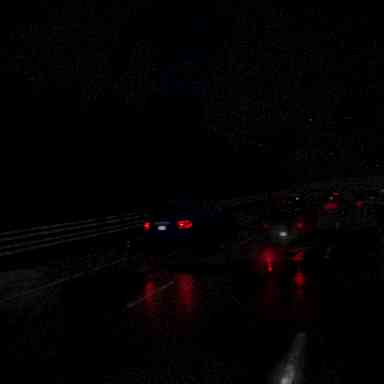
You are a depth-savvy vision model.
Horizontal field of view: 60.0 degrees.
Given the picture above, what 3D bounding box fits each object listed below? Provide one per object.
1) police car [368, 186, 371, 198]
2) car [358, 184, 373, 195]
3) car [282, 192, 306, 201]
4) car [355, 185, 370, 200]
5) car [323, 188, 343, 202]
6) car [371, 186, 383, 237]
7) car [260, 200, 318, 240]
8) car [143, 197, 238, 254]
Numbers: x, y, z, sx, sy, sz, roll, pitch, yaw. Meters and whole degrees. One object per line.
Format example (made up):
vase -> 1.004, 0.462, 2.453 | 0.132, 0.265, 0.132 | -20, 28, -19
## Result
police car -> 11.383, 0.575, 18.885 | 1.930, 1.638, 5.238 | -5, 0, 26
car -> 25.952, -0.384, 49.843 | 1.812, 1.442, 4.674 | -5, 0, 28
car -> 10.902, 0.773, 35.701 | 1.812, 1.442, 4.674 | -5, 0, 27
car -> 19.444, 0.046, 37.243 | 1.882, 1.535, 5.008 | -5, 0, 28
car -> 16.473, 0.317, 38.942 | 1.837, 1.490, 4.892 | -5, 0, 27
car -> 8.705, 0.696, 13.412 | 2.097, 1.767, 4.553 | -5, 0, 26
car -> 4.539, 1.289, 15.059 | 1.895, 1.301, 4.718 | -5, 0, 26
car -> 0.138, 1.260, 14.028 | 2.150, 2.045, 5.566 | -5, 0, 26
